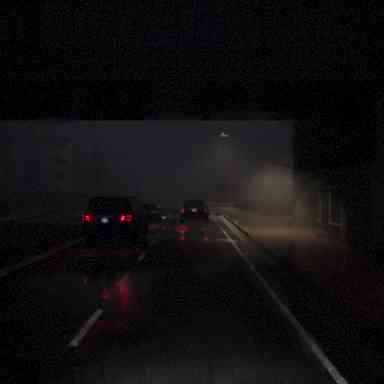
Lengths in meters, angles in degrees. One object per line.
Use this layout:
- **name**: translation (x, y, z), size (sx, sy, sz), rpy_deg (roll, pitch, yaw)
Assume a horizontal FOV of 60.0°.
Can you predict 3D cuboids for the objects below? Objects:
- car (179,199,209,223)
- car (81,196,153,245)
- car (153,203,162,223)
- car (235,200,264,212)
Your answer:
- **car**: translation (0.188, 1.291, 24.928), size (2.097, 1.767, 4.553), rpy_deg (0, 0, 1)
- **car**: translation (-3.365, 1.184, 15.535), size (2.150, 2.045, 5.566), rpy_deg (0, 0, 0)
- **car**: translation (-3.345, 1.503, 24.883), size (1.994, 1.385, 4.181), rpy_deg (0, 0, -1)
- **car**: translation (7.201, 1.513, 36.141), size (4.718, 1.301, 1.895), rpy_deg (0, 0, -12)
